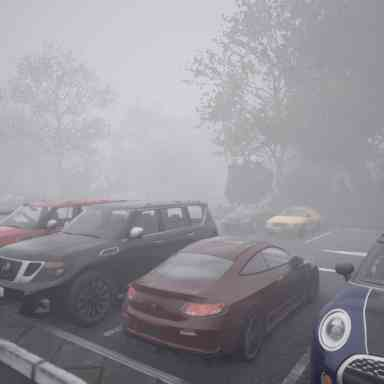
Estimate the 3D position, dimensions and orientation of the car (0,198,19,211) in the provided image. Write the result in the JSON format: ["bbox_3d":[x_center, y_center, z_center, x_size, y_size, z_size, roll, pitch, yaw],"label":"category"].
[{"bbox_3d":[-23.642,1.500,39.512,2.097,1.535,5.008,0,0,36],"label":"car"}]

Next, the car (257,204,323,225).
[{"bbox_3d":[5.731,1.481,18.301,1.946,1.575,5.366,0,0,36],"label":"car"}]

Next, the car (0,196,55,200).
[{"bbox_3d":[-3.739,1.232,9.186,2.435,2.045,5.566,0,0,36],"label":"car"}]

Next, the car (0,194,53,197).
[{"bbox_3d":[-16.959,1.241,34.708,2.435,2.045,5.566,0,0,36],"label":"car"}]

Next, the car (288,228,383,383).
[{"bbox_3d":[3.138,1.356,4.345,2.185,1.767,4.553,0,0,36],"label":"car"}]

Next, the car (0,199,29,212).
[{"bbox_3d":[-21.476,1.535,37.967,2.002,1.452,4.674,0,0,36],"label":"car"}]

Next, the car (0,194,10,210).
[{"bbox_3d":[-25.923,1.254,41.114,2.435,2.045,5.566,0,0,36],"label":"car"}]

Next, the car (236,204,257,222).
[{"bbox_3d":[3.583,1.486,20.071,2.231,1.521,4.892,0,0,36],"label":"car"}]

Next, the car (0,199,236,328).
[{"bbox_3d":[-1.459,1.232,7.556,2.435,2.045,5.566,0,0,36],"label":"car"}]

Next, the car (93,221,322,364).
[{"bbox_3d":[0.837,1.522,5.947,2.002,1.452,4.674,0,0,36],"label":"car"}]
